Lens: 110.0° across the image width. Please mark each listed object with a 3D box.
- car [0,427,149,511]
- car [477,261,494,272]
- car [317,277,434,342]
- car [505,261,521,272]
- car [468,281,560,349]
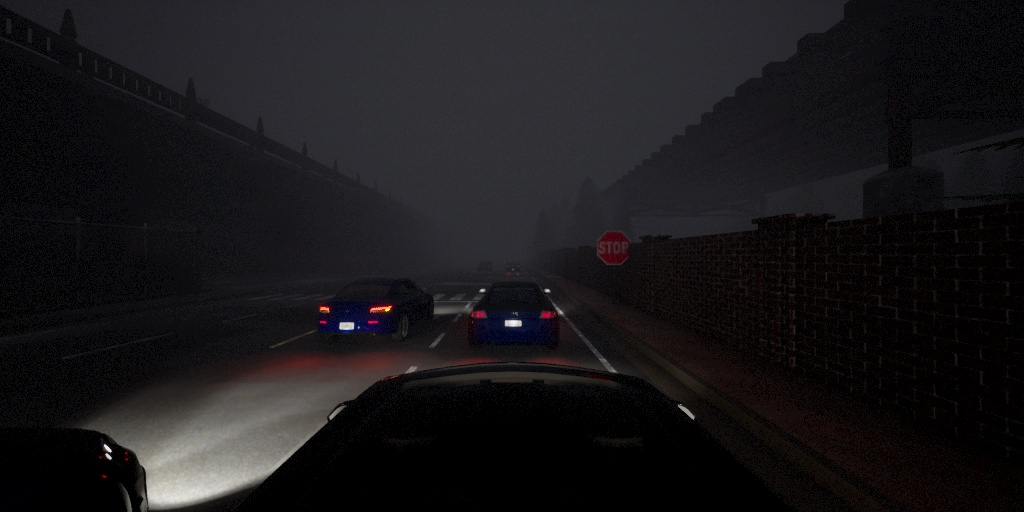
[{"bbox_3d":[-3.398,1.314,0.595,1.994,1.385,4.181,0,0,0],"label":"car"},{"bbox_3d":[-3.391,1.297,45.828,2.033,1.411,5.357,0,0,-1],"label":"car"},{"bbox_3d":[-3.411,1.276,9.691,1.812,1.442,4.674,0,0,0],"label":"car"},{"bbox_3d":[0.104,1.351,45.987,1.895,1.301,4.718,0,0,-1],"label":"car"},{"bbox_3d":[0.070,1.314,9.169,1.994,1.385,4.181,0,0,1],"label":"car"}]
